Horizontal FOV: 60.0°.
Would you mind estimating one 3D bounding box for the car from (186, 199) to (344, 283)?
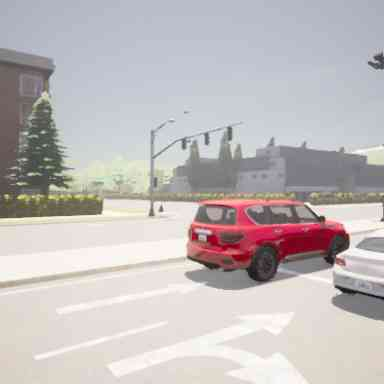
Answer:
[{"bbox_3d":[2.423,1.222,9.902,5.566,2.045,2.150,0,0,-36],"label":"car"}]

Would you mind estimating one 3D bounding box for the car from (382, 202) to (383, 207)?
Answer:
[{"bbox_3d":[29.986,1.510,49.074,4.674,1.442,1.812,0,0,-35],"label":"car"}]

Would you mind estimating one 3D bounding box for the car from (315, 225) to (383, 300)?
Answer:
[{"bbox_3d":[4.985,1.523,7.442,4.674,1.442,1.812,0,0,-36],"label":"car"}]
